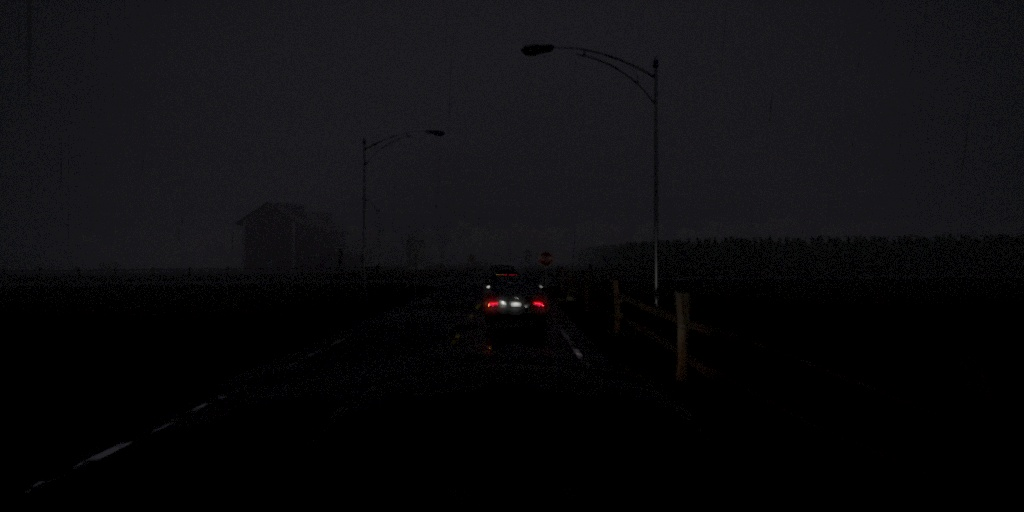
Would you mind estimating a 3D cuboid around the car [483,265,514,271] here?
[{"bbox_3d":[-0.849,1.355,25.283,1.837,1.490,4.892,1,0,-14],"label":"car"}]

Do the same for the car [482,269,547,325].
[{"bbox_3d":[0.101,1.340,11.991,2.033,1.411,5.357,0,0,0],"label":"car"}]
